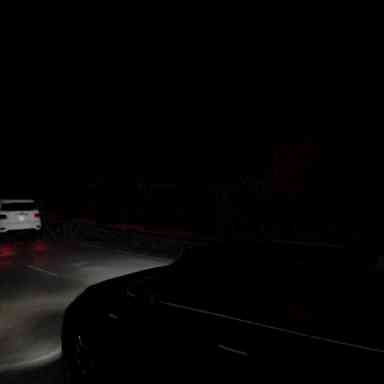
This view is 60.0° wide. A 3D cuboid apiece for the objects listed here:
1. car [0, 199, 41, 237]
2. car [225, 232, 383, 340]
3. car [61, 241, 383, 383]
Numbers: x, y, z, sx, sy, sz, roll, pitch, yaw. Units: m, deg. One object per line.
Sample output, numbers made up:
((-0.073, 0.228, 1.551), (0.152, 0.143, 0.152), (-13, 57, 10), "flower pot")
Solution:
((-10.269, 1.408, 18.591), (2.150, 2.045, 5.566), (0, 0, -41), "car")
((3.132, 1.628, 6.168), (4.718, 1.301, 1.895), (-1, 0, 36), "car")
((0.496, 1.377, 3.859), (4.553, 1.767, 2.097), (-1, -1, 37), "car")
